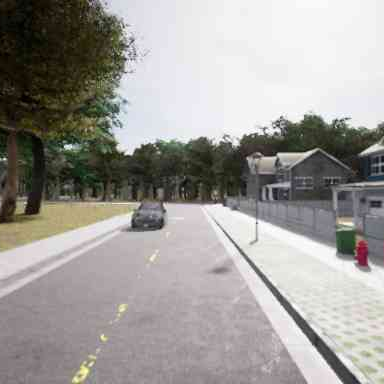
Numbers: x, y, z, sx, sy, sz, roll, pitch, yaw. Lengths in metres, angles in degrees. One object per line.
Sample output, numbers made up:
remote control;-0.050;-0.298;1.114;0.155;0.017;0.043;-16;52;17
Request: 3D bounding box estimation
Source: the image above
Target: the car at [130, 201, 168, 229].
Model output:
car;-2.794;1.467;22.546;2.097;1.767;4.553;0;0;0
